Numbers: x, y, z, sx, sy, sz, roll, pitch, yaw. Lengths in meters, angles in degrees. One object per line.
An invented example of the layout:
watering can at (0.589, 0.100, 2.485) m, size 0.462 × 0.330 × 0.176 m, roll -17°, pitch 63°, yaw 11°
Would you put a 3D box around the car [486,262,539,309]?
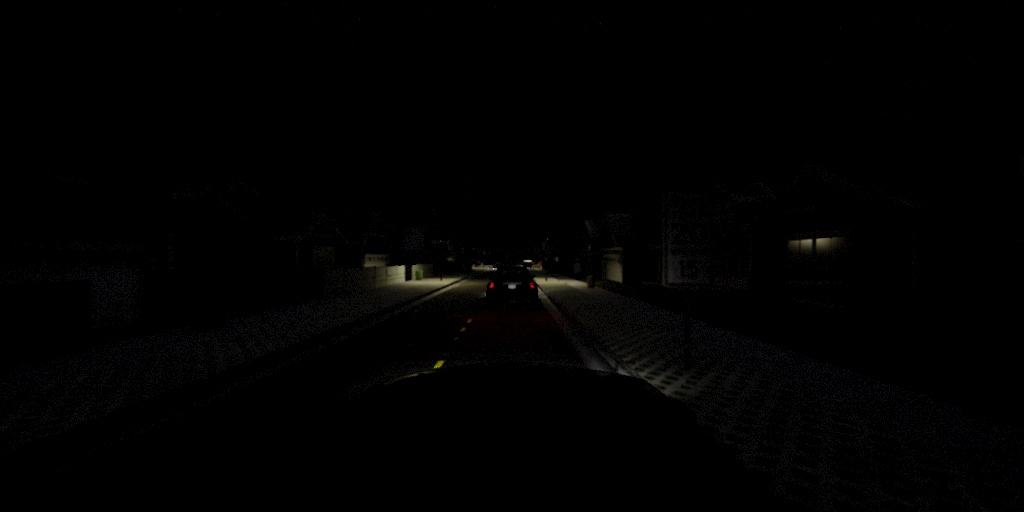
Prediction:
car at (0.007, 1.228, 15.919) m, size 2.097 × 1.767 × 4.553 m, roll 0°, pitch -1°, yaw 0°
